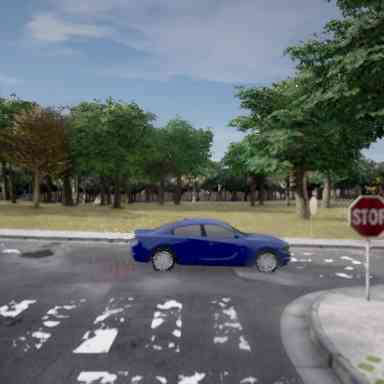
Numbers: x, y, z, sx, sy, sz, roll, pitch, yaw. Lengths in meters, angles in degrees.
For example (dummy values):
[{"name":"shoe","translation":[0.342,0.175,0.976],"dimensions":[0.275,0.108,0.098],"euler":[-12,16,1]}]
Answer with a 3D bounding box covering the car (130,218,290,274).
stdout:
[{"name":"car","translation":[0.577,1.608,10.629],"dimensions":[5.008,1.535,1.882],"euler":[1,0,-2]}]
